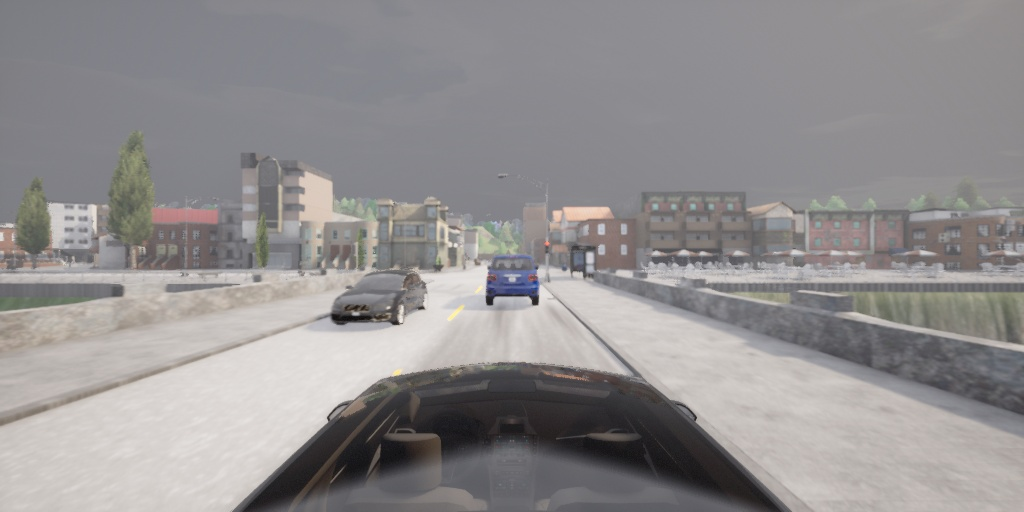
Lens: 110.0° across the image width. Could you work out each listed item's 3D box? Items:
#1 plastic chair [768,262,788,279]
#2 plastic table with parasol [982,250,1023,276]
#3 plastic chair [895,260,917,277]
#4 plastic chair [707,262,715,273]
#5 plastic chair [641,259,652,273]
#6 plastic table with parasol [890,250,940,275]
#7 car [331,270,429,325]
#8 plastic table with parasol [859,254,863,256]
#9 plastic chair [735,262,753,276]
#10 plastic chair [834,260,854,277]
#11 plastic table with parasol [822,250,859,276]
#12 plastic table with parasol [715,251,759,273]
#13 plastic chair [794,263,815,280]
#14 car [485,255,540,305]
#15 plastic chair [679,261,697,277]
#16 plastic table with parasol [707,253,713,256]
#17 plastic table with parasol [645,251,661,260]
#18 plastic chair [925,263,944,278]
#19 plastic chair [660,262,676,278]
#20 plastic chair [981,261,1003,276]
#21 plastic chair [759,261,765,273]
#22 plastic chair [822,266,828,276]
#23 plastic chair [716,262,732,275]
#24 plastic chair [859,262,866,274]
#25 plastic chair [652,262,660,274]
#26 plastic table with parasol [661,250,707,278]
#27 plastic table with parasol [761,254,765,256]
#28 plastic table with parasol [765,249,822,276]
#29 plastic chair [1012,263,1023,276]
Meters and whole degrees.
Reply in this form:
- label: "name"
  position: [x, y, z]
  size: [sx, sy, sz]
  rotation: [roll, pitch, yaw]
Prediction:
- label: "plastic chair"
  position: [22.606, 1.283, 30.475]
  size: [0.730, 1.272, 0.750]
  rotation: [0, 0, 0]
- label: "plastic table with parasol"
  position: [48.007, 0.678, 35.066]
  size: [2.482, 2.480, 2.482]
  rotation: [0, 0, 0]
- label: "plastic chair"
  position: [36.669, 1.282, 33.368]
  size: [0.730, 1.272, 0.750]
  rotation: [0, 0, 0]
- label: "plastic chair"
  position: [22.509, 1.284, 41.075]
  size: [0.750, 1.272, 0.730]
  rotation: [0, 0, 0]
- label: "plastic chair"
  position: [14.709, 1.285, 39.777]
  size: [0.730, 1.272, 0.750]
  rotation: [0, 0, 0]
- label: "plastic table with parasol"
  position: [37.797, 0.678, 33.279]
  size: [2.482, 2.480, 2.482]
  rotation: [0, 0, 0]
- label: "car"
  position: [-4.076, 1.256, 11.816]
  size: [1.837, 1.490, 4.892]
  rotation: [0, 0, 0]
- label: "plastic table with parasol"
  position: [37.439, 0.680, 40.029]
  size: [2.482, 2.480, 2.482]
  rotation: [0, 0, 0]
- label: "plastic chair"
  position: [22.807, 1.283, 35.275]
  size: [0.750, 1.272, 0.730]
  rotation: [0, 0, 0]
- label: "plastic chair"
  position: [30.507, 1.283, 32.972]
  size: [0.750, 1.272, 0.730]
  rotation: [0, 0, 0]
- label: "plastic table with parasol"
  position: [30.517, 0.679, 34.252]
  size: [2.482, 2.480, 2.482]
  rotation: [0, 0, 0]
- label: "plastic table with parasol"
  position: [22.908, 0.680, 36.625]
  size: [2.482, 2.480, 2.482]
  rotation: [0, 0, 0]
- label: "plastic chair"
  position: [23.705, 1.283, 29.074]
  size: [0.750, 1.272, 0.730]
  rotation: [0, 0, 0]
- label: "car"
  position: [0.037, 0.974, 16.071]
  size: [2.150, 2.045, 5.566]
  rotation: [0, 0, 1]
- label: "plastic chair"
  position: [15.006, 1.283, 30.577]
  size: [0.750, 1.272, 0.730]
  rotation: [0, 0, 0]
- label: "plastic table with parasol"
  position: [22.520, 0.681, 42.545]
  size: [2.482, 2.480, 2.482]
  rotation: [0, 0, 0]
- label: "plastic table with parasol"
  position: [15.929, 0.680, 39.657]
  size: [2.482, 2.480, 2.482]
  rotation: [0, 0, 0]
- label: "plastic chair"
  position: [37.806, 1.282, 31.969]
  size: [0.750, 1.272, 0.730]
  rotation: [0, 0, 0]
- label: "plastic chair"
  position: [13.906, 1.283, 31.978]
  size: [0.730, 1.272, 0.750]
  rotation: [0, 0, 0]
- label: "plastic chair"
  position: [46.807, 1.282, 34.966]
  size: [0.730, 1.272, 0.750]
  rotation: [0, 0, 0]
- label: "plastic chair"
  position: [28.810, 1.284, 41.372]
  size: [0.730, 1.272, 0.750]
  rotation: [0, 0, 0]
- label: "plastic chair"
  position: [29.339, 1.283, 34.369]
  size: [0.730, 1.272, 0.750]
  rotation: [0, 0, -1]
- label: "plastic chair"
  position: [21.708, 1.284, 36.675]
  size: [0.730, 1.272, 0.750]
  rotation: [0, 0, 0]
- label: "plastic chair"
  position: [37.409, 1.283, 38.569]
  size: [0.750, 1.272, 0.730]
  rotation: [0, 0, 0]
- label: "plastic chair"
  position: [15.808, 1.284, 38.377]
  size: [0.750, 1.272, 0.730]
  rotation: [0, 0, 0]
- label: "plastic table with parasol"
  position: [15.176, 0.679, 31.837]
  size: [2.482, 2.480, 2.482]
  rotation: [0, 0, 0]
- label: "plastic table with parasol"
  position: [30.239, 0.680, 41.342]
  size: [2.482, 2.480, 2.482]
  rotation: [0, 0, 0]
- label: "plastic table with parasol"
  position: [23.806, 0.679, 30.424]
  size: [2.482, 2.480, 2.482]
  rotation: [0, 0, 0]
- label: "plastic chair"
  position: [47.907, 1.282, 33.566]
  size: [0.750, 1.272, 0.730]
  rotation: [0, 0, 0]
